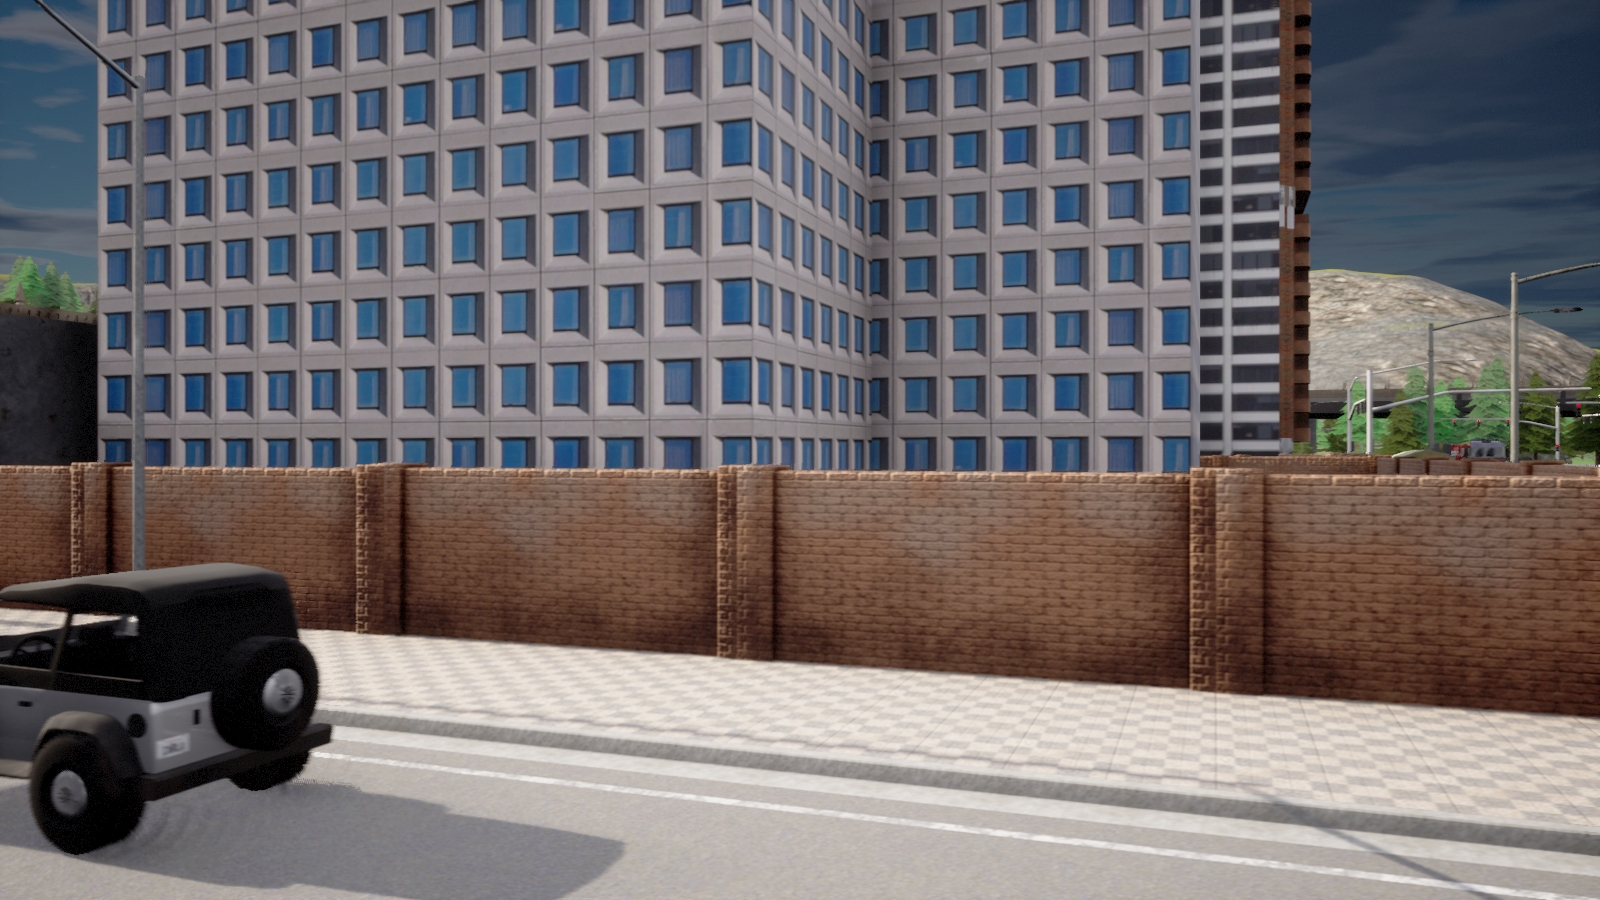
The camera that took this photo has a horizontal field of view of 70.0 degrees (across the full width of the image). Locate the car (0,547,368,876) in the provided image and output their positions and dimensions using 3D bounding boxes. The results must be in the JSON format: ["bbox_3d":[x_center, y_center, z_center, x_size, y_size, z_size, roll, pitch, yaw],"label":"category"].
[{"bbox_3d":[-5.663,1.852,9.070,3.866,1.878,1.905,0,0,20],"label":"car"}]
